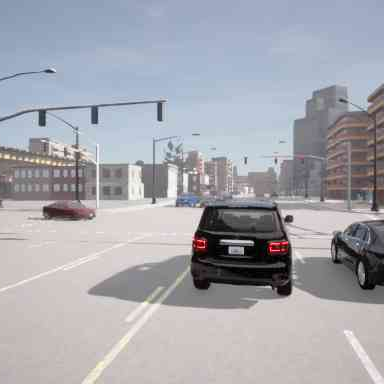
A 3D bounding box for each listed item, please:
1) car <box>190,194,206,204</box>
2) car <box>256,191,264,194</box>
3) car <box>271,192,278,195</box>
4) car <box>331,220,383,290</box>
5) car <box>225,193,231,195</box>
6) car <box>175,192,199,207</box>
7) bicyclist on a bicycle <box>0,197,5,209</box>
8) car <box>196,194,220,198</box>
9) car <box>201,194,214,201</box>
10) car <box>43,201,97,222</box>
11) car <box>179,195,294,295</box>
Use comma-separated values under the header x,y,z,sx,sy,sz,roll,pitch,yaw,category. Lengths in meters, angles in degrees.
x,y,z,sx,sy,sz,roll,pitch,yaw,category
1.096,1.217,57.916,1.837,1.490,4.892,0,1,11,car
17.331,0.559,85.135,2.097,1.767,4.553,0,1,11,car
20.766,0.743,84.461,2.033,1.411,5.357,0,1,11,car
5.083,1.505,8.898,1.837,1.490,4.892,0,0,11,car
5.965,1.091,64.226,1.837,1.490,4.892,0,1,12,car
-0.806,1.079,48.438,2.150,2.045,5.566,0,1,12,car
-23.885,1.303,41.395,0.582,1.620,1.656,0,0,10,bicyclist on a bicycle
2.278,1.381,46.035,1.837,1.490,4.892,0,1,11,car
3.223,1.075,68.183,2.033,1.411,5.357,0,1,12,car
-9.761,1.477,26.541,5.008,1.535,1.882,0,-1,32,car
1.522,1.221,9.015,2.150,2.045,5.566,0,0,14,car
